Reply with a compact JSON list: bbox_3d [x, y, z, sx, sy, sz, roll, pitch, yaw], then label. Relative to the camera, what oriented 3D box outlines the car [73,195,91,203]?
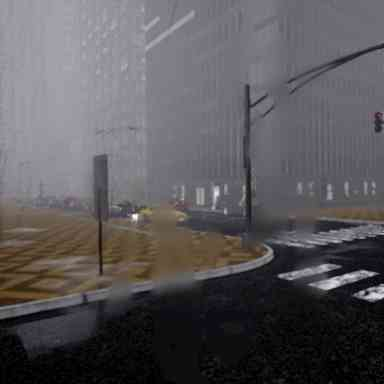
[{"bbox_3d":[-21.602,1.316,65.116,2.008,1.369,4.403,-1,1,-36],"label":"car"}]

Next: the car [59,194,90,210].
[{"bbox_3d":[-15.056,1.387,42.459,1.967,1.590,4.097,-1,1,-36],"label":"car"}]

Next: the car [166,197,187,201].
[{"bbox_3d":[-2.130,1.258,38.052,1.967,1.590,4.097,-1,1,-36],"label":"car"}]

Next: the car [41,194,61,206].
[{"bbox_3d":[-21.532,1.369,51.491,1.967,1.590,4.097,-1,1,-36],"label":"car"}]

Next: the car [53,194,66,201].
[{"bbox_3d":[-31.415,1.263,78.802,1.752,1.417,4.829,-1,1,-36],"label":"car"}]

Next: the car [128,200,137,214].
[{"bbox_3d":[-6.086,1.484,34.184,1.994,1.385,4.181,-1,1,-36],"label":"car"}]

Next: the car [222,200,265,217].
[{"bbox_3d":[4.405,1.384,29.061,2.008,1.369,4.403,-1,1,-36],"label":"car"}]

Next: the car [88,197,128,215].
[{"bbox_3d":[-8.529,1.491,33.256,1.752,1.417,4.829,-1,1,-36],"label":"car"}]

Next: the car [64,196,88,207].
[{"bbox_3d":[-17.737,1.447,50.602,2.033,1.411,5.357,-1,1,-36],"label":"car"}]

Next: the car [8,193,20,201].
[{"bbox_3d":[-44.195,1.408,83.106,1.887,1.381,4.507,-1,1,-36],"label":"car"}]

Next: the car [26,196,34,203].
[{"bbox_3d":[-31.244,1.452,65.041,2.008,1.369,4.403,-1,1,-36],"label":"car"}]

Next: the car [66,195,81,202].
[{"bbox_3d":[-24.840,1.338,69.632,1.802,1.307,4.206,-1,1,-36],"label":"car"}]

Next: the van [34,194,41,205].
[{"bbox_3d":[-24.771,1.261,56.006,1.690,1.788,3.998,-1,1,-36],"label":"van"}]

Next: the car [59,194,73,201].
[{"bbox_3d":[-28.079,1.187,74.147,1.967,1.590,4.097,-1,1,-36],"label":"car"}]

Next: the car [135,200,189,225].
[{"bbox_3d":[-2.110,1.509,24.181,1.752,1.417,4.829,-1,1,-36],"label":"car"}]
